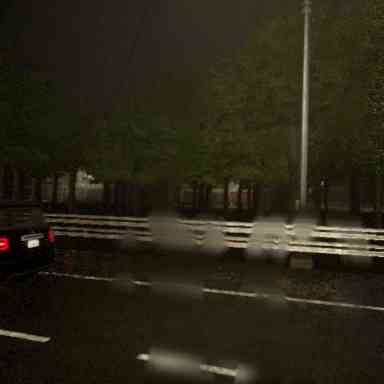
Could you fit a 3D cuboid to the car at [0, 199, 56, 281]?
[{"bbox_3d":[-6.039,1.162,8.020,5.566,2.045,2.150,1,-1,16],"label":"car"}]
